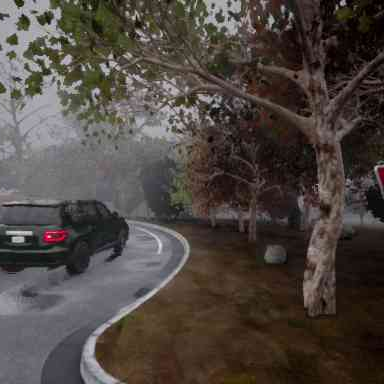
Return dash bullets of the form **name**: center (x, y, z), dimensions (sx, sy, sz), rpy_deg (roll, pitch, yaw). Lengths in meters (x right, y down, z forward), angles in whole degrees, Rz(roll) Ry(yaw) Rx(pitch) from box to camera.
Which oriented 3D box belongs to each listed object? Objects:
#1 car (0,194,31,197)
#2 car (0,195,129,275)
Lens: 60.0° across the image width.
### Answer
- **car**: center (-14.934, 1.218, 27.392), dimensions (5.566, 2.045, 2.150), rpy_deg (0, -1, 21)
- **car**: center (-3.812, 1.223, 10.668), dimensions (2.150, 2.045, 5.566), rpy_deg (0, 0, 7)
